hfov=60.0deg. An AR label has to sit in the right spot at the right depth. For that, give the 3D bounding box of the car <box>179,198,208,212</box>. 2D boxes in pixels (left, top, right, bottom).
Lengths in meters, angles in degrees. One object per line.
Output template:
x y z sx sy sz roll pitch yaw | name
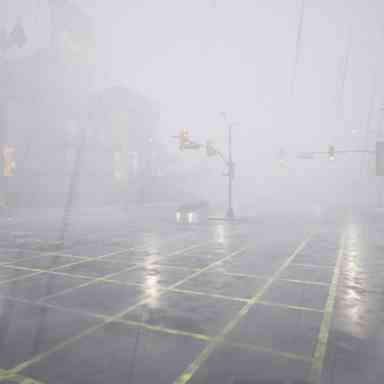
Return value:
0.261 1.478 39.541 1.882 1.535 5.008 0 0 27 | car

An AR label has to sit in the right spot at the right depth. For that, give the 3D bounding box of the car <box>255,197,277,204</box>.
14.569 1.601 65.870 4.718 1.301 1.895 0 0 -37 | car
